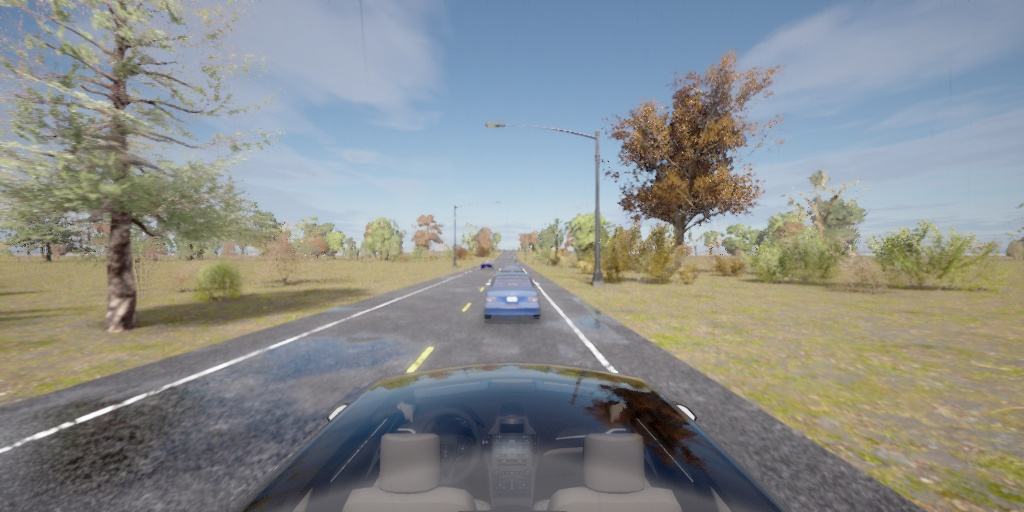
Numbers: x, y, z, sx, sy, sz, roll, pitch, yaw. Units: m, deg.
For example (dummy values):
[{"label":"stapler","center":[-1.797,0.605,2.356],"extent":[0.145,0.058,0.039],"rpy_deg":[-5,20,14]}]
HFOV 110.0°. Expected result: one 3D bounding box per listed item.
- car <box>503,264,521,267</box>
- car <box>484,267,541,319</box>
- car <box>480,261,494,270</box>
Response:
[{"label":"car","center":[0.000,1.302,27.848],"extent":[2.033,1.411,5.357],"rpy_deg":[0,0,0]},{"label":"car","center":[0.027,1.300,12.869],"extent":[2.033,1.411,5.357],"rpy_deg":[0,0,0]},{"label":"car","center":[-3.672,1.349,53.390],"extent":[1.895,1.301,4.718],"rpy_deg":[0,0,0]}]
